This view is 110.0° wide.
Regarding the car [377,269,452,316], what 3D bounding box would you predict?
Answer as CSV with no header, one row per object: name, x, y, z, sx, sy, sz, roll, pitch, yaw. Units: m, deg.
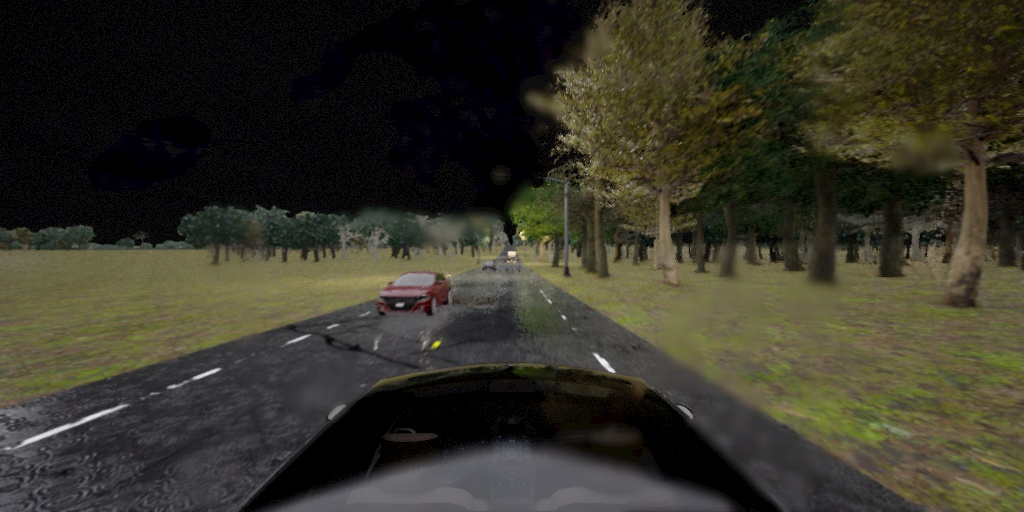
car,-3.596,1.318,14.011,1.882,1.535,5.008,0,0,0

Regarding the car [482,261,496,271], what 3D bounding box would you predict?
car,-3.522,1.504,55.269,1.882,1.535,5.008,0,0,1
